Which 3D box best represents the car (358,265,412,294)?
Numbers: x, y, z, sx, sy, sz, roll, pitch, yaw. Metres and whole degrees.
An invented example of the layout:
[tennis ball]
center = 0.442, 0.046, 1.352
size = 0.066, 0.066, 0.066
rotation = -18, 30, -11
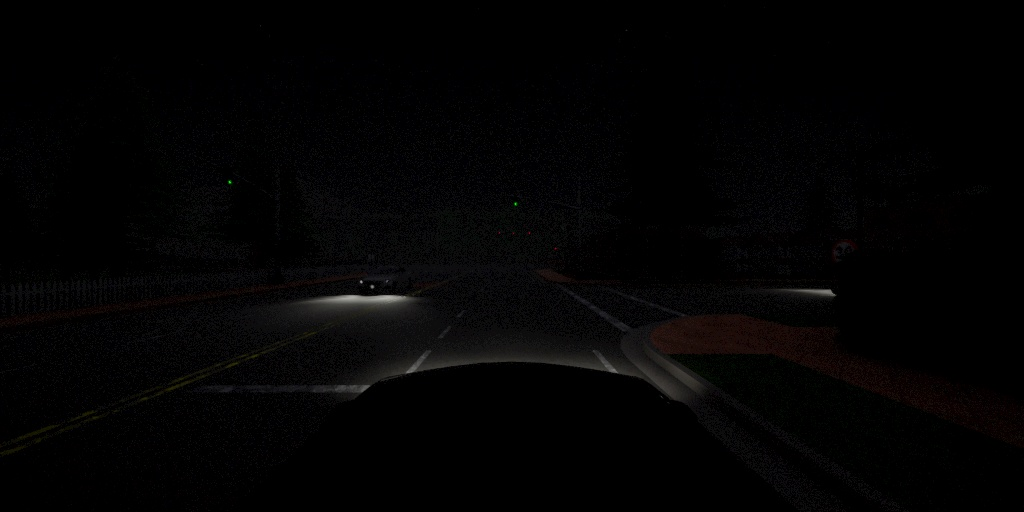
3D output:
[car]
center = -7.001, 1.275, 20.298
size = 1.812, 1.442, 4.674
rotation = 0, 0, 0
